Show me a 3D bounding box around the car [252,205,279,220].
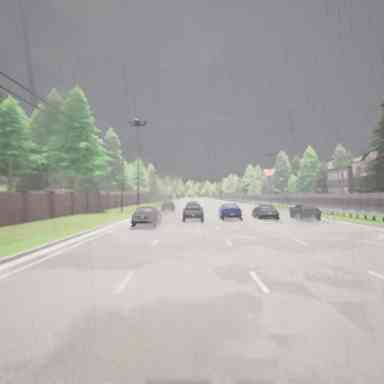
[{"bbox_3d":[7.106,1.925,32.468,1.994,1.385,4.181,0,-1,0],"label":"car"}]

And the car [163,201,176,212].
[{"bbox_3d":[-3.397,2.042,48.313,1.837,1.490,4.892,0,0,0],"label":"car"}]

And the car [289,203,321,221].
[{"bbox_3d":[10.606,1.857,31.498,1.837,1.490,4.892,0,0,0],"label":"car"}]

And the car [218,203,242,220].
[{"bbox_3d":[3.606,1.833,31.995,1.882,1.535,5.008,0,-1,0],"label":"car"}]

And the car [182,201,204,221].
[{"bbox_3d":[0.106,1.830,30.533,2.128,1.511,4.902,0,-1,0],"label":"car"}]

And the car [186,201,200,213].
[{"bbox_3d":[0.101,2.032,47.358,1.837,1.490,4.892,0,0,0],"label":"car"}]

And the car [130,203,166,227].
[{"bbox_3d":[-3.395,1.829,25.279,2.033,1.411,5.357,0,-1,0],"label":"car"}]
